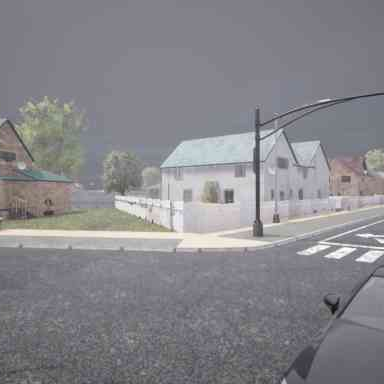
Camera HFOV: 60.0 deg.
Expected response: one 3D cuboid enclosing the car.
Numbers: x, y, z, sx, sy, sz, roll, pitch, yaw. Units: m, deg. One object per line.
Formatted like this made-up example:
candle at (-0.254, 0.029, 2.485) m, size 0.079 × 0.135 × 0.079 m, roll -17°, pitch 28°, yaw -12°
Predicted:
car at (2.565, 1.524, 3.471) m, size 1.812 × 1.442 × 4.674 m, roll 0°, pitch 0°, yaw 42°
